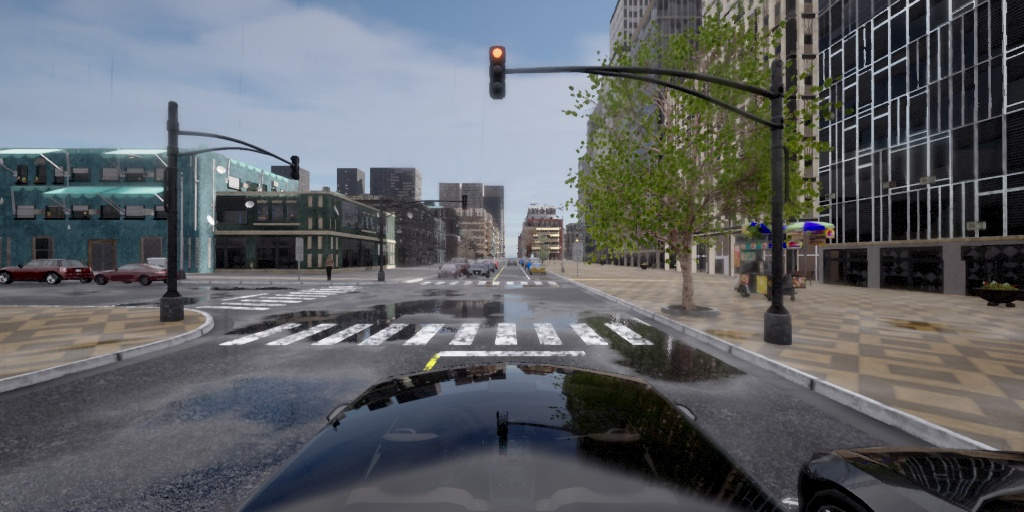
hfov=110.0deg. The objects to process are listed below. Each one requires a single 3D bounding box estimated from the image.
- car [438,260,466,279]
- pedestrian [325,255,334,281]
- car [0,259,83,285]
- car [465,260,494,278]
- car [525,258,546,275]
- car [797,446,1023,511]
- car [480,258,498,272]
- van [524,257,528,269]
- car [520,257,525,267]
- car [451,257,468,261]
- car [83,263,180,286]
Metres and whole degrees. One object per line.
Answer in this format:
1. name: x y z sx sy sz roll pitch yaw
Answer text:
1. car: -5.676 1.334 32.956 1.802 1.307 4.207 0 0 0
2. pedestrian: -12.739 0.788 24.963 0.375 1.860 0.375 0 -1 -1
3. car: -28.360 0.879 21.800 4.097 1.591 1.967 0 0 -1
4. car: -3.085 1.316 33.779 1.994 1.385 4.181 0 0 0
5. car: 2.706 1.278 38.676 1.751 1.417 4.829 0 0 0
6. car: 2.691 1.316 0.476 1.948 1.339 4.313 0 0 0
7. car: -3.081 1.317 43.828 1.994 1.385 4.181 0 0 0
8. van: 2.709 1.094 44.057 1.690 1.789 3.998 0 0 0
9. car: 2.713 1.305 55.159 2.007 1.370 4.403 0 0 0
10. car: -5.674 1.067 38.507 2.192 1.841 5.009 0 0 0
11. car: -22.812 1.089 21.876 4.207 1.307 1.802 0 0 -1
